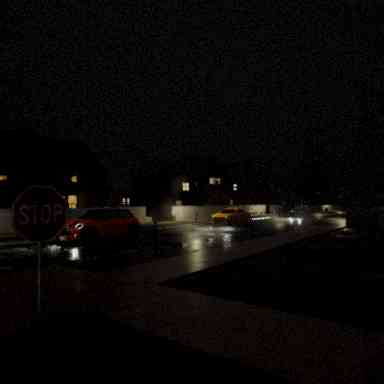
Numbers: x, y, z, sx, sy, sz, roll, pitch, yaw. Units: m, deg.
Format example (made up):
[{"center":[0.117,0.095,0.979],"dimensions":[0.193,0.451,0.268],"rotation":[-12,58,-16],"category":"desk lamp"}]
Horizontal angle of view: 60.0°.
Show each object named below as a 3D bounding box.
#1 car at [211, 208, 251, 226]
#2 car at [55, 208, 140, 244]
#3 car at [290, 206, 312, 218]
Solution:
[{"center":[3.592,2.167,29.821],"dimensions":[1.882,1.535,5.008],"rotation":[-1,-2,35],"category":"car"},{"center":[-4.919,1.679,17.745],"dimensions":[2.097,1.767,4.553],"rotation":[-1,-2,35],"category":"car"},{"center":[15.073,2.717,45.954],"dimensions":[2.128,1.511,4.902],"rotation":[-1,-2,35],"category":"car"}]
